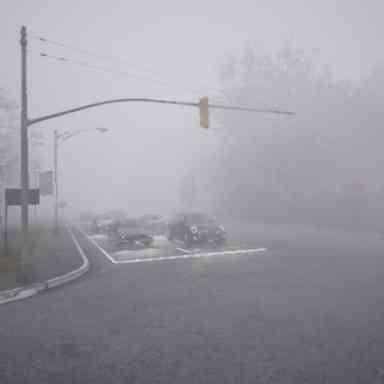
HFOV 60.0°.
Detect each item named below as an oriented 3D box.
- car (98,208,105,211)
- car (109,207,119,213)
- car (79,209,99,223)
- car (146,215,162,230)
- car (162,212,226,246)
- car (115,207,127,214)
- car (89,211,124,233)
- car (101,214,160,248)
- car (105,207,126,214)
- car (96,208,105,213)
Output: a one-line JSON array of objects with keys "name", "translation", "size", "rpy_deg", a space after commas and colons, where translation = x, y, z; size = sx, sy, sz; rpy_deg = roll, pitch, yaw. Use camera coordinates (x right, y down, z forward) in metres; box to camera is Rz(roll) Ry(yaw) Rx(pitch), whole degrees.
[{"name": "car", "translation": [-20.703, 4.625, 79.805], "size": [1.895, 1.301, 4.718], "rpy_deg": [0, -2, -22]}, {"name": "car", "translation": [-21.215, 4.868, 90.360], "size": [2.033, 1.411, 5.357], "rpy_deg": [0, -2, -22]}, {"name": "car", "translation": [-13.987, 3.275, 44.518], "size": [1.812, 1.442, 4.674], "rpy_deg": [-1, -2, -22]}, {"name": "car", "translation": [-3.333, 2.572, 27.493], "size": [1.895, 1.301, 4.718], "rpy_deg": [0, -2, -22]}, {"name": "car", "translation": [0.140, 1.972, 18.942], "size": [2.097, 1.767, 4.553], "rpy_deg": [0, -2, -22]}, {"name": "car", "translation": [-17.299, 4.460, 80.722], "size": [1.882, 1.535, 5.008], "rpy_deg": [0, -2, -22]}, {"name": "car", "translation": [-7.292, 2.597, 27.940], "size": [1.812, 1.442, 4.674], "rpy_deg": [0, -2, -22]}, {"name": "car", "translation": [-3.738, 2.260, 19.191], "size": [2.033, 1.411, 5.357], "rpy_deg": [0, -2, -22]}, {"name": "car", "translation": [-9.649, 3.088, 43.093], "size": [1.882, 1.535, 5.008], "rpy_deg": [-1, -2, -22]}, {"name": "car", "translation": [-24.469, 4.962, 89.072], "size": [1.895, 1.301, 4.718], "rpy_deg": [0, -2, -22]}]
